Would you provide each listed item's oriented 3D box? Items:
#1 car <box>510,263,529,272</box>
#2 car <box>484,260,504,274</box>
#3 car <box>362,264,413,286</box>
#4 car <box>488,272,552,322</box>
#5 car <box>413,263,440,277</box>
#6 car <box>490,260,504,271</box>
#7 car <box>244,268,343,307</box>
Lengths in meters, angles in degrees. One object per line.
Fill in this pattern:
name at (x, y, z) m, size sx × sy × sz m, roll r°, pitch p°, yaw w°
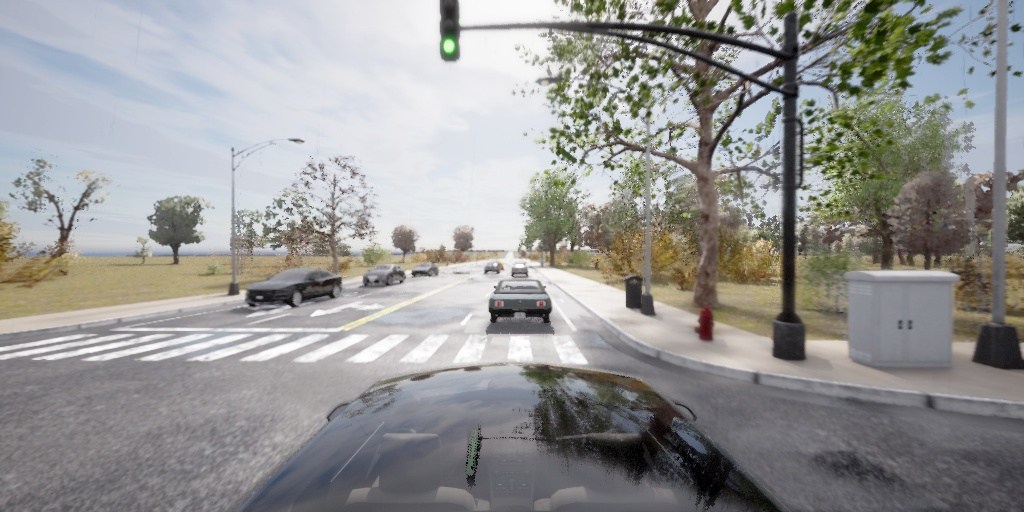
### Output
car at (0.806, 1.432, 37.971) m, size 2.033 × 1.411 × 5.357 m, roll 0°, pitch 0°, yaw 1°
car at (-2.413, 1.453, 44.354) m, size 2.033 × 1.411 × 5.357 m, roll 0°, pitch 0°, yaw 1°
car at (-9.356, 1.361, 26.606) m, size 2.128 × 1.511 × 4.902 m, roll 0°, pitch 0°, yaw 1°
car at (0.274, 1.413, 12.538) m, size 1.895 × 1.301 × 4.718 m, roll 0°, pitch 0°, yaw 1°
car at (-9.086, 1.448, 38.098) m, size 2.033 × 1.411 × 5.357 m, roll 0°, pitch 0°, yaw 2°
car at (-2.193, 1.406, 54.771) m, size 1.882 × 1.535 × 5.008 m, roll 0°, pitch 0°, yaw 1°
car at (-9.582, 1.317, 16.205) m, size 1.882 × 1.535 × 5.008 m, roll 0°, pitch 0°, yaw 2°
